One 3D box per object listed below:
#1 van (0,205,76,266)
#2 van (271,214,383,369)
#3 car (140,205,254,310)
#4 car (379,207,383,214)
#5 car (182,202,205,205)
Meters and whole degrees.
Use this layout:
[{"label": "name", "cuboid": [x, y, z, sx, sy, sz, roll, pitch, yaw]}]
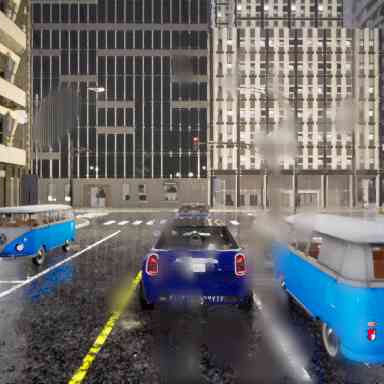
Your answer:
[{"label": "van", "cuboid": [-5.336, 1.346, 11.272, 1.690, 1.788, 3.998, 0, 0, 0]}, {"label": "van", "cuboid": [2.558, 1.343, 5.605, 1.690, 1.788, 3.998, 0, 0, 0]}, {"label": "car", "cuboid": [0.083, 1.355, 7.978, 2.097, 1.767, 4.553, 0, 0, 0]}, {"label": "car", "cuboid": [18.979, 1.491, 29.029, 4.829, 1.417, 1.752, 0, 0, 0]}, {"label": "car", "cuboid": [0.084, 1.360, 18.004, 2.097, 1.767, 4.553, 0, 0, 0]}]
